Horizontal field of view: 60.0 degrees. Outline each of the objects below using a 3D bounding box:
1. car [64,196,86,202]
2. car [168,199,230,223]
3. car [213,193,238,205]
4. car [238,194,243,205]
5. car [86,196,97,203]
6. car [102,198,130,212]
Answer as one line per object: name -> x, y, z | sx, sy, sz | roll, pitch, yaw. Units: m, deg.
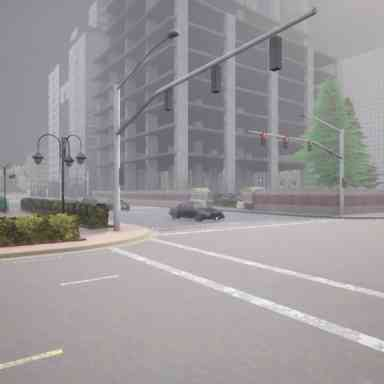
car -> -18.743, 1.437, 51.856 | 2.128, 1.511, 4.902 | 0, 0, -36
car -> 0.205, 1.492, 25.728 | 2.033, 1.411, 5.357 | 0, 0, -36
car -> 4.993, 1.114, 53.464 | 1.905, 1.878, 3.866 | 0, 0, -36
car -> 7.382, 1.114, 55.179 | 1.905, 1.878, 3.866 | 0, 0, -36
car -> -20.676, 1.545, 66.696 | 1.895, 1.301, 4.718 | 0, 0, -36
car -> -8.738, 1.449, 38.031 | 1.837, 1.490, 4.892 | 0, 0, -36
